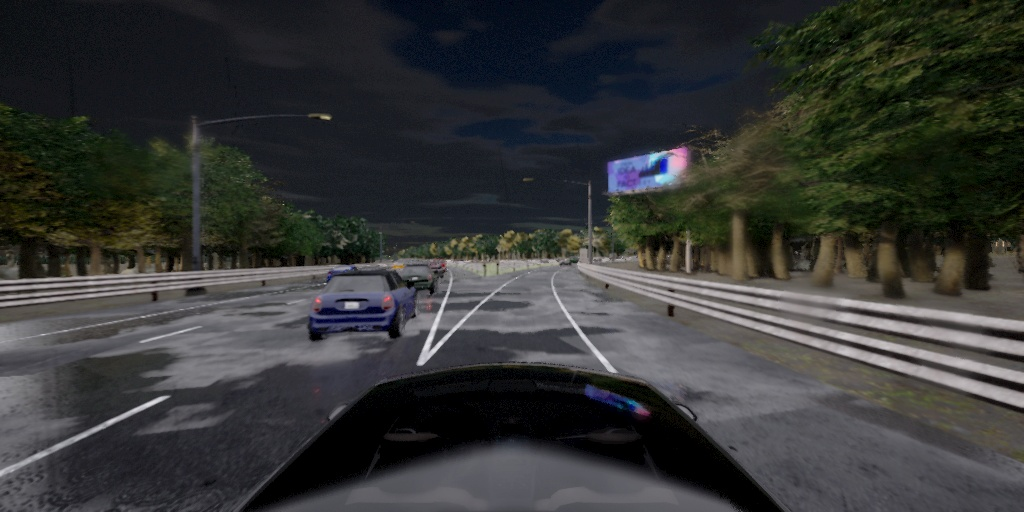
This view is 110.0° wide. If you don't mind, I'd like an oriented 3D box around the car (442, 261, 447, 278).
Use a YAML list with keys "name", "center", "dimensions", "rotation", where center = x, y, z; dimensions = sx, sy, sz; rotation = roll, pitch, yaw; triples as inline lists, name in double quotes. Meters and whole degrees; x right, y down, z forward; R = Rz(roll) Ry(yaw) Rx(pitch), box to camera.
- name: "car"
  center: [-8.185, 1.593, 38.236]
  dimensions: [2.128, 1.511, 4.902]
  rotation: [0, -1, -9]

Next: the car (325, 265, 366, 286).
- name: "car"
  center: [-13.877, 1.553, 30.215]
  dimensions: [1.882, 1.535, 5.008]
  rotation: [0, -1, -9]

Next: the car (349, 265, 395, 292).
- name: "car"
  center: [-9.502, 1.465, 24.787]
  dimensions: [1.882, 1.535, 5.008]
  rotation: [0, -1, -9]

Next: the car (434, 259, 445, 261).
- name: "car"
  center: [-10.610, 1.495, 52.086]
  dimensions: [2.150, 2.045, 5.566]
  rotation: [0, -1, -10]

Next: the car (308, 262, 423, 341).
- name: "car"
  center: [-4.008, 1.180, 10.429]
  dimensions: [2.097, 1.767, 4.553]
  rotation: [0, 0, -8]

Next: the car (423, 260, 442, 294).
- name: "car"
  center: [-5.628, 1.280, 21.811]
  dimensions: [2.097, 1.767, 4.553]
  rotation: [0, 0, -8]
